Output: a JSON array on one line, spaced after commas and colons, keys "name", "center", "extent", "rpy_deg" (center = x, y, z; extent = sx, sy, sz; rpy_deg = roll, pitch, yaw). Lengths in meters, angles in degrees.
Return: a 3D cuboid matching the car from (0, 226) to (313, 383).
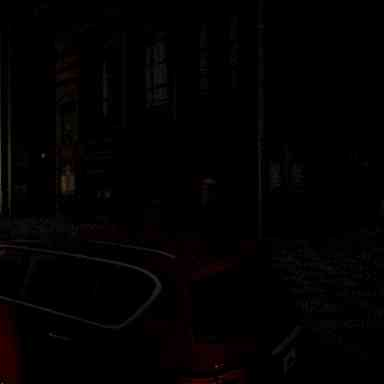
[{"name": "car", "center": [-1.225, 1.337, 3.842], "extent": [5.009, 1.841, 2.192], "rpy_deg": [0, 0, 36]}]
